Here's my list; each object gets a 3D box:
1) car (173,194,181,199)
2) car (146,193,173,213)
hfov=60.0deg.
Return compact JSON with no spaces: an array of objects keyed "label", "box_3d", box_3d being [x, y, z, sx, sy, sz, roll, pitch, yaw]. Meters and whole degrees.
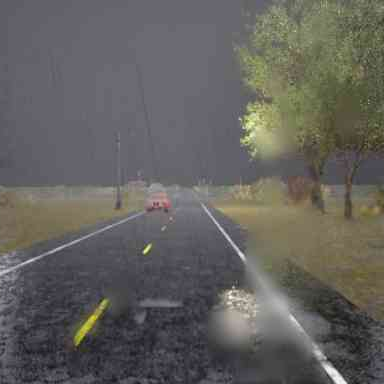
[{"label":"car","box_3d":[-3.486,1.154,76.759,1.837,1.490,4.892,0,0,0]},{"label":"car","box_3d":[-3.589,1.168,36.150,2.150,2.045,5.566,0,0,0]}]
